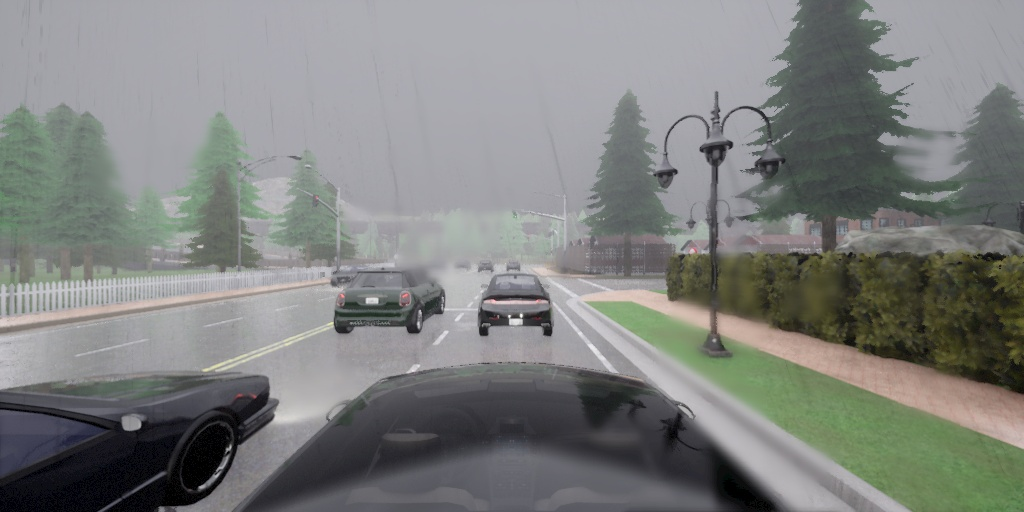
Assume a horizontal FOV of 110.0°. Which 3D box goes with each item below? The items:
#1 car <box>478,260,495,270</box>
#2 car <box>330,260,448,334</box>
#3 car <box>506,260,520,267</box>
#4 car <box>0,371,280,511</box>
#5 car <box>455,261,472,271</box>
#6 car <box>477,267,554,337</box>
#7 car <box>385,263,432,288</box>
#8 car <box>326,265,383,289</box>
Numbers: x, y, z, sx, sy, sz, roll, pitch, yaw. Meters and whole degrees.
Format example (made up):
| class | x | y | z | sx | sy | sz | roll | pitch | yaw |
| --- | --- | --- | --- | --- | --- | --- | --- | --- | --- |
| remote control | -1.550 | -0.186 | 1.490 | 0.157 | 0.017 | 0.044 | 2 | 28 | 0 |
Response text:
| class | x | y | z | sx | sy | sz | roll | pitch | yaw |
| --- | --- | --- | --- | --- | --- | --- | --- | --- | --- |
| car | -3.313 | 1.310 | 45.975 | 1.837 | 1.490 | 4.892 | 0 | 0 | 0 |
| car | -3.396 | 1.113 | 10.852 | 2.097 | 1.767 | 4.553 | 0 | 0 | 0 |
| car | 0.209 | 1.301 | 49.596 | 2.128 | 1.511 | 4.902 | 0 | 0 | 1 |
| car | -3.403 | 1.297 | 1.323 | 2.033 | 1.411 | 5.357 | 0 | 0 | 0 |
| car | -6.911 | 1.360 | 51.746 | 2.033 | 1.411 | 5.357 | 0 | 0 | 0 |
| car | 0.100 | 1.252 | 10.370 | 2.128 | 1.511 | 4.902 | 0 | 0 | 0 |
| car | -7.054 | 1.284 | 24.901 | 1.837 | 1.490 | 4.892 | 0 | 0 | 0 |
| car | -10.555 | 1.342 | 24.375 | 1.994 | 1.385 | 4.181 | 0 | 0 | 0 |
